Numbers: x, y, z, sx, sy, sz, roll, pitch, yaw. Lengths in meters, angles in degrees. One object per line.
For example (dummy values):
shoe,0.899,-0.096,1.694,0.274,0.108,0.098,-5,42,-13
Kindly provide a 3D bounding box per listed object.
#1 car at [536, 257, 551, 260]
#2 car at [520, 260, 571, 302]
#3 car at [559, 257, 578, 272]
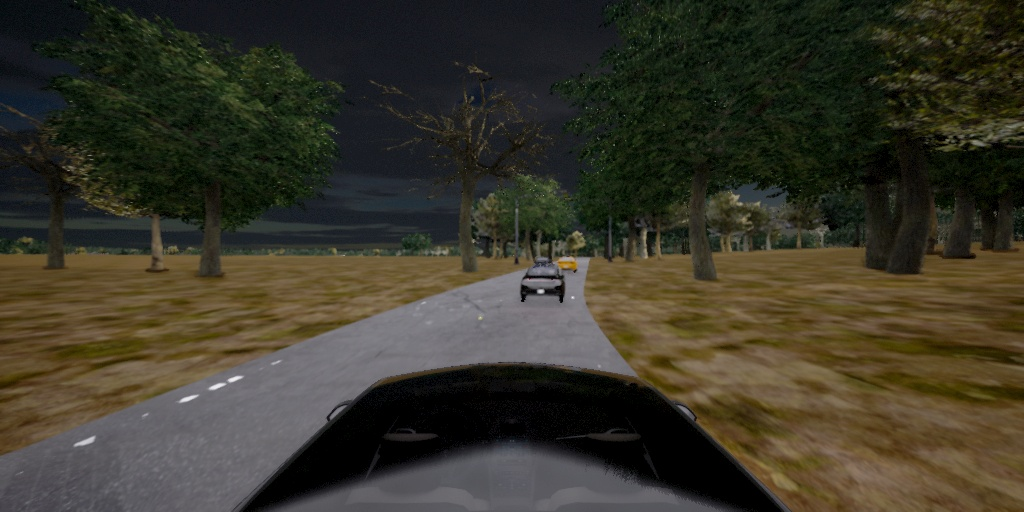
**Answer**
car,3.658,0.798,41.918,2.033,1.411,5.357,0,1,12
car,1.508,1.141,16.368,2.128,1.511,4.902,0,1,9
car,5.624,0.792,36.399,1.882,1.535,5.008,0,1,12
